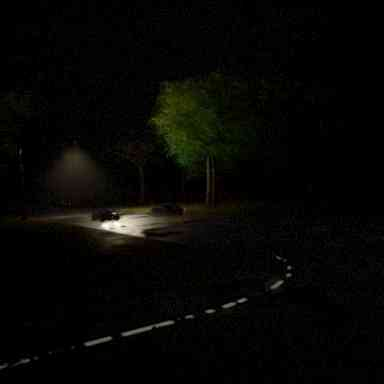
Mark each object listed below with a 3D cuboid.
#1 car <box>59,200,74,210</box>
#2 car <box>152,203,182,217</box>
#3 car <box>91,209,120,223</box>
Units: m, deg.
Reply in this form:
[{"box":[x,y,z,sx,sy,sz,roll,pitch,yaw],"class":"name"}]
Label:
[{"box":[-28.187,2.827,74.455,2.150,2.045,5.566,-4,1,-36],"class":"car"},{"box":[-3.065,2.107,39.495,2.128,1.511,4.902,-4,1,-36],"class":"car"},{"box":[-9.525,2.571,36.510,1.994,1.385,4.181,-4,1,-36],"class":"car"}]
